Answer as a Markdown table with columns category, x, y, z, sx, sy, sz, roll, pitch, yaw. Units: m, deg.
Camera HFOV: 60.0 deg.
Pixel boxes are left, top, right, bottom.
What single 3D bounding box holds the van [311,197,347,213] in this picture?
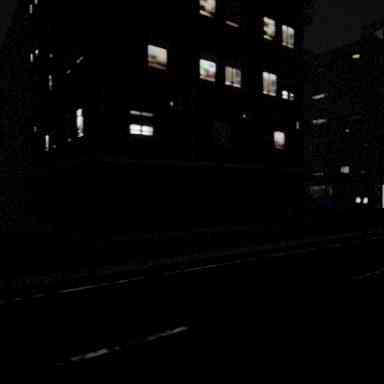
| category | x | y | z | sx | sy | sz | roll | pitch | yaw |
| --- | --- | --- | --- | --- | --- | --- | --- | --- | --- |
| van | 15.976 | 1.460 | 38.891 | 1.690 | 1.788 | 3.998 | -1 | 0 | -36 |
